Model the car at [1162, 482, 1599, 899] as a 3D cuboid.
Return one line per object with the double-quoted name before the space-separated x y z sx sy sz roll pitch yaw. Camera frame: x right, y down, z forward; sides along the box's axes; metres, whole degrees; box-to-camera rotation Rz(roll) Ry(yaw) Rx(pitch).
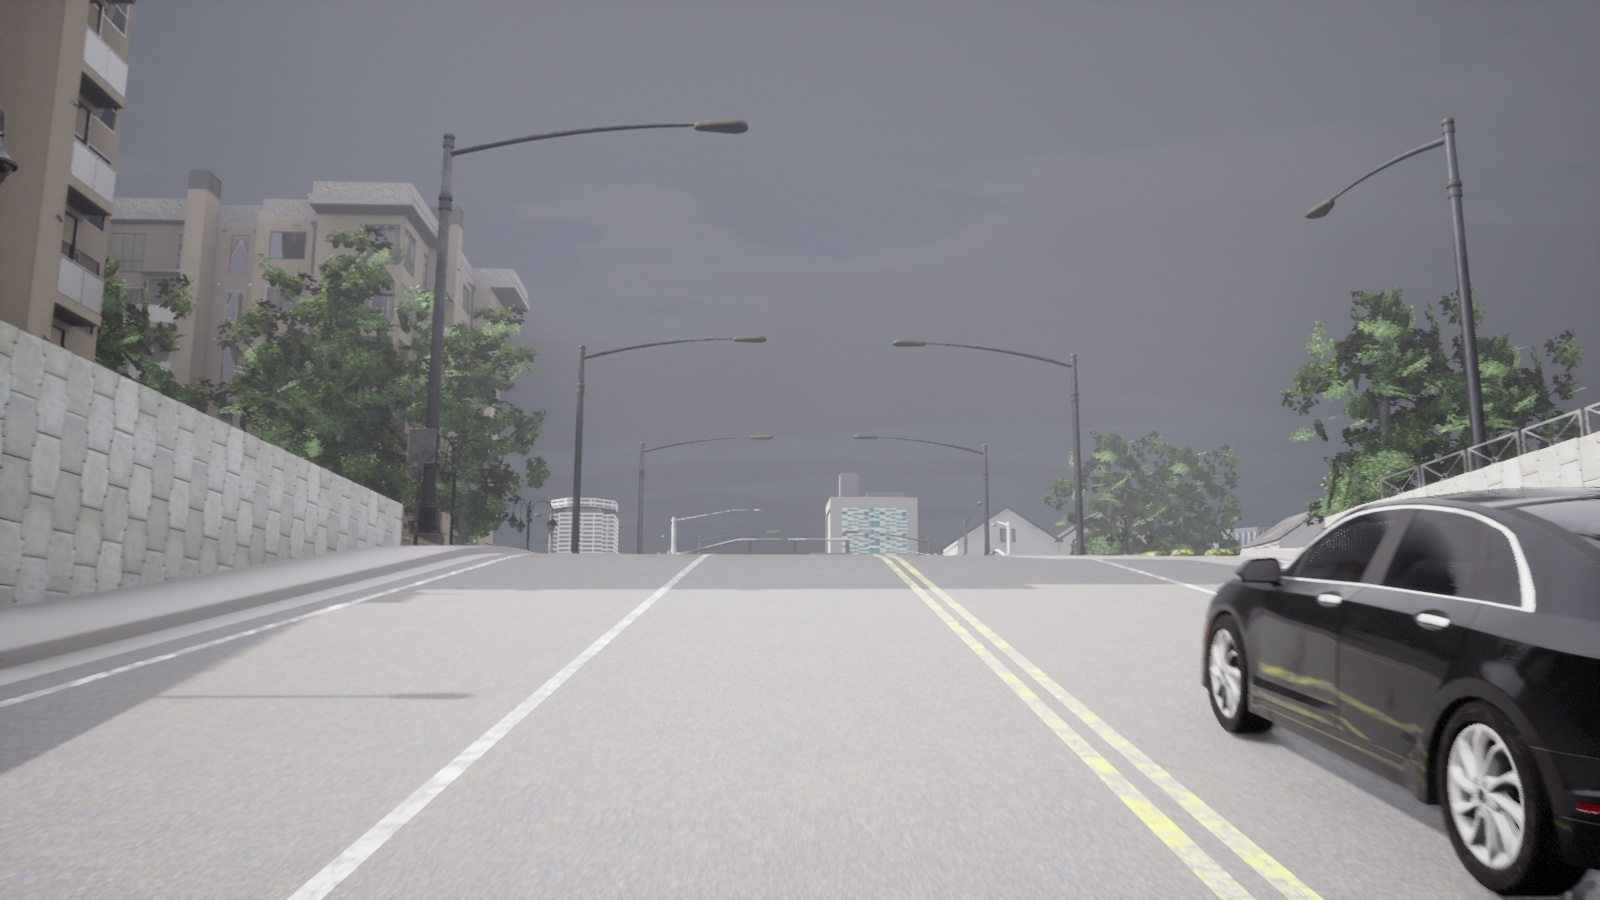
"car" 3.484 0.937 6.412 1.837 1.490 4.892 0 -1 0
